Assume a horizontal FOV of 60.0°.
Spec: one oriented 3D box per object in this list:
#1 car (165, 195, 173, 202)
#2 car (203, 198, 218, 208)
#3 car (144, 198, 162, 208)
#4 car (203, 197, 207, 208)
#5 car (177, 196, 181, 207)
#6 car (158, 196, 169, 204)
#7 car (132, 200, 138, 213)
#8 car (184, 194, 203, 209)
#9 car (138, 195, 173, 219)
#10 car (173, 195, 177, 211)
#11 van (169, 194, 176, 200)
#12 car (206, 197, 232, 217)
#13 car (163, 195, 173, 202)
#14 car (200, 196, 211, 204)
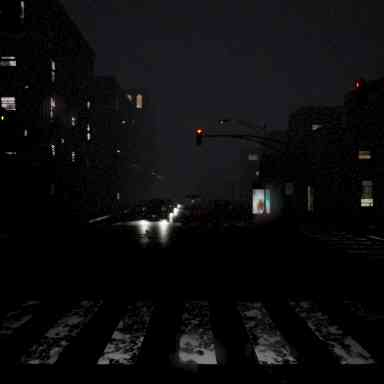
[{"bbox_3d":[-5.645,1.593,82.929,1.752,1.417,4.829,-1,0,0],"label":"car"},{"bbox_3d":[2.715,1.572,48.927,2.008,1.369,4.403,0,0,0],"label":"car"},{"bbox_3d":[-5.665,1.572,48.920,2.008,1.369,4.403,0,0,0],"label":"car"},{"bbox_3d":[2.712,1.597,43.230,1.802,1.307,4.206,0,0,0],"label":"car"},{"bbox_3d":[-3.065,1.621,48.492,1.895,1.301,4.718,0,0,0],"label":"car"},{"bbox_3d":[-5.655,1.566,65.840,1.752,1.417,4.829,0,0,0],"label":"car"},{"bbox_3d":[-5.673,1.561,37.526,2.008,1.369,4.403,0,0,0],"label":"car"},{"bbox_3d":[0.129,1.238,44.684,2.150,2.045,5.566,0,0,0],"label":"car"},{"bbox_3d":[-3.081,1.356,29.090,2.097,1.767,4.553,0,0,0],"label":"car"},{"bbox_3d":[-3.073,1.489,38.209,1.882,1.535,5.008,0,0,0],"label":"car"},{"bbox_3d":[-5.639,1.431,94.493,1.690,1.788,3.998,-1,0,0],"label":"van"},{"bbox_3d":[2.704,1.446,31.836,1.967,1.590,4.097,0,0,0],"label":"car"},{"bbox_3d":[-5.649,1.498,77.402,1.967,1.590,4.097,0,0,0],"label":"car"},{"bbox_3d":[2.726,1.592,66.017,2.008,1.369,4.403,-1,0,0],"label":"car"}]
